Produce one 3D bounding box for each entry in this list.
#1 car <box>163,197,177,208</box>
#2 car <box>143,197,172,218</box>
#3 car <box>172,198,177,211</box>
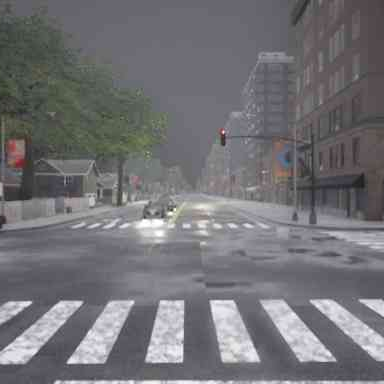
[{"bbox_3d":[-3.245,1.581,50.052,1.812,1.442,4.674,0,0,0],"label":"car"},{"bbox_3d":[-3.290,1.520,30.361,2.128,1.511,4.902,0,0,0],"label":"car"},{"bbox_3d":[-3.269,1.393,40.095,2.097,1.767,4.553,0,0,0],"label":"car"}]
